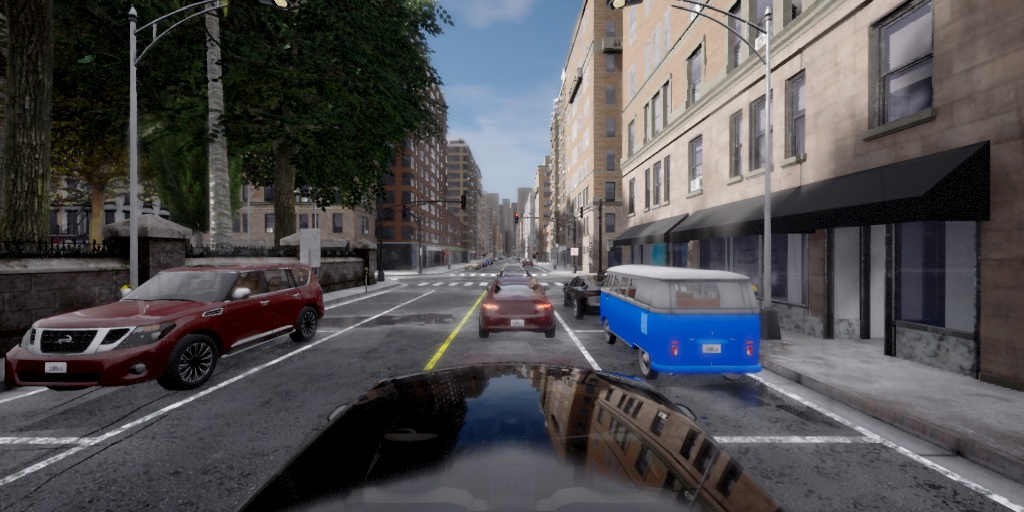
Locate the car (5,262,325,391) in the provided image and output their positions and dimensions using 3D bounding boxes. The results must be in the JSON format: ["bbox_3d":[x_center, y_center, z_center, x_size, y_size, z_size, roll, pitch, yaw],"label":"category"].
[{"bbox_3d":[-5.657,1.064,6.965,2.192,1.841,5.009,0,0,0],"label":"car"}]

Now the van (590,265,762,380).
[{"bbox_3d":[2.867,1.090,6.986,1.690,1.789,3.998,0,0,0],"label":"van"}]

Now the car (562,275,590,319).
[{"bbox_3d":[2.880,1.313,12.647,1.948,1.339,4.313,0,0,0],"label":"car"}]

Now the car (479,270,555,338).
[{"bbox_3d":[0.123,1.274,10.027,1.812,1.442,4.674,0,0,0],"label":"car"}]

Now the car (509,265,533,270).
[{"bbox_3d":[0.112,1.345,18.849,1.895,1.301,4.718,0,0,-1],"label":"car"}]

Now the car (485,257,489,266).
[{"bbox_3d":[-5.540,1.265,61.555,1.888,1.381,4.507,0,0,0],"label":"car"}]

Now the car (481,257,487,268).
[{"bbox_3d":[-5.552,1.272,56.104,2.007,1.370,4.403,0,0,0],"label":"car"}]

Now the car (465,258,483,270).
[{"bbox_3d":[-5.564,1.248,50.483,1.751,1.417,4.829,0,0,0],"label":"car"}]
